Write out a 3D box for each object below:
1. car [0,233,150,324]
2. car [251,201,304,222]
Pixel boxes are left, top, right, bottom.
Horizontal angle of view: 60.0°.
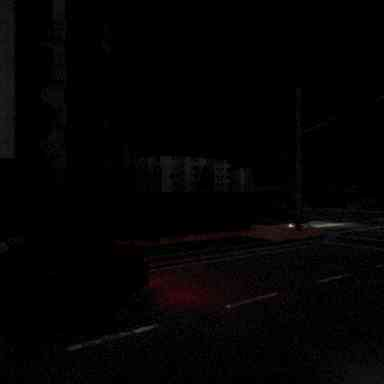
[{"bbox_3d":[-3.034,1.525,6.082,4.674,1.442,1.812,0,0,-35],"label":"car"},{"bbox_3d":[6.413,1.474,26.374,1.882,1.535,5.008,0,0,-38],"label":"car"}]
